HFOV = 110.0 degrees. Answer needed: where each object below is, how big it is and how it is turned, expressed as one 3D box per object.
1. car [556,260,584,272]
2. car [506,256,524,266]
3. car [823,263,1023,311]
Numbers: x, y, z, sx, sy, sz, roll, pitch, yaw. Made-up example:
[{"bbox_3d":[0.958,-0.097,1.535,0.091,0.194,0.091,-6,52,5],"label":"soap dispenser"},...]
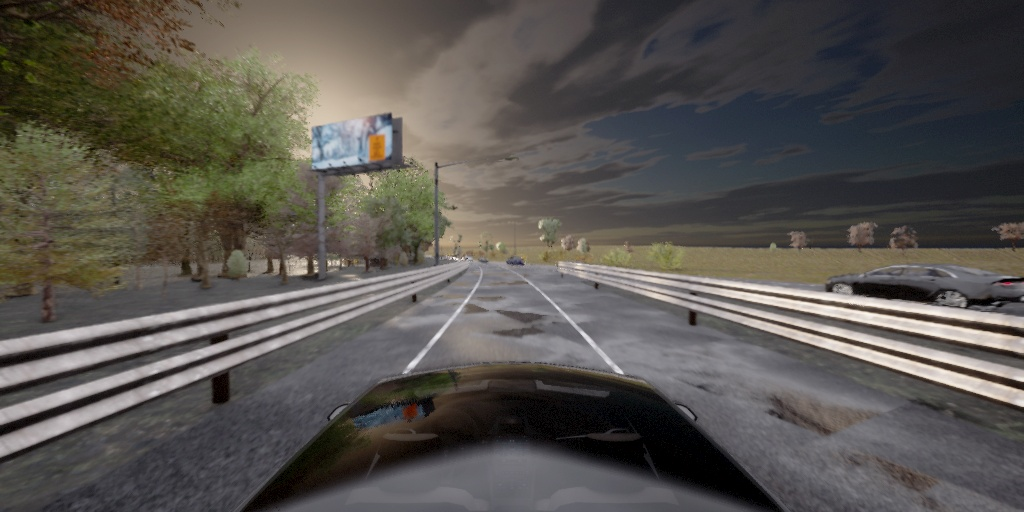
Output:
[{"bbox_3d":[6.469,1.090,39.535,1.895,1.301,4.718,-1,0,-15],"label":"car"},{"bbox_3d":[0.418,0.818,61.631,2.097,1.767,4.553,-1,0,-15],"label":"car"},{"bbox_3d":[13.868,1.004,12.500,2.128,1.511,4.902,-1,0,-15],"label":"car"}]
